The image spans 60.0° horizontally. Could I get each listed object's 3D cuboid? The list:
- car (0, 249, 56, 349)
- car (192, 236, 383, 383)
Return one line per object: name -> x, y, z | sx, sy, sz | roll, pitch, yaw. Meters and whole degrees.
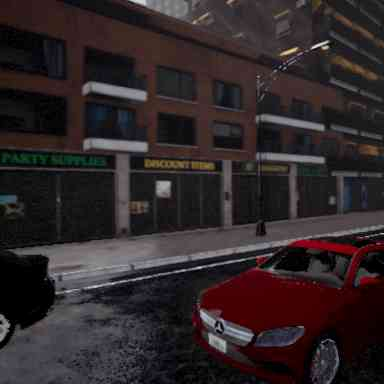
car -> -4.478, 1.533, 4.508 | 4.892, 1.490, 1.837 | -1, 0, -35
car -> 2.175, 1.491, 5.279 | 4.674, 1.442, 1.812 | -1, 0, -36
